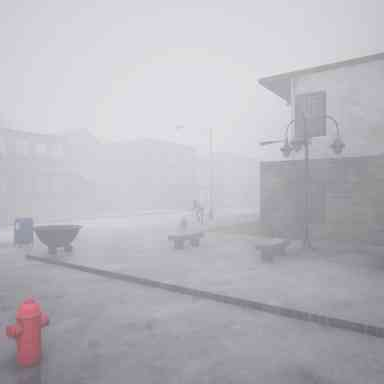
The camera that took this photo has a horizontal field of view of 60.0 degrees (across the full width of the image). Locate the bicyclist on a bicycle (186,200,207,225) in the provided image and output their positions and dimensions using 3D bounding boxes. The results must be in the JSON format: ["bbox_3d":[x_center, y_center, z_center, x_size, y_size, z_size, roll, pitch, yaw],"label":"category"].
[{"bbox_3d":[0.285,1.340,21.633,1.656,1.620,0.582,0,0,35],"label":"bicyclist on a bicycle"}]
